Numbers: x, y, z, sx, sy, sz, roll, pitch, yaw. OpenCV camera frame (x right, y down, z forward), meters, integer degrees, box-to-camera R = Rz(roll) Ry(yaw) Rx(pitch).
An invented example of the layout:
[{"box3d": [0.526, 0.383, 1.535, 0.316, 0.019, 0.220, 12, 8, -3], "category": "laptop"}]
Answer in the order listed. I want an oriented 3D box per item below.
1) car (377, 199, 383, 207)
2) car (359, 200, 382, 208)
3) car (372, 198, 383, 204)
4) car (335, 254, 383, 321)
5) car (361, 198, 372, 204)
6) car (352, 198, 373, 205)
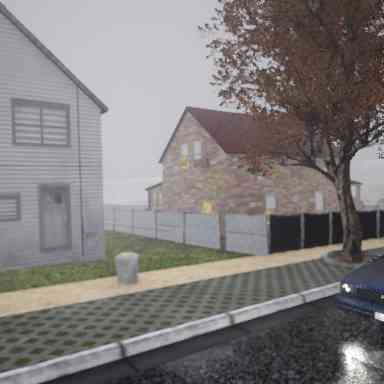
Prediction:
[{"box3d": [38.075, 2.160, 64.639, 1.994, 1.385, 4.181, -2, -1, 0], "category": "car"}, {"box3d": [34.831, 2.304, 65.017, 1.895, 1.301, 4.718, -2, -1, 0], "category": "car"}, {"box3d": [28.069, 1.895, 46.417, 2.150, 2.045, 5.566, -2, -1, 1], "category": "car"}, {"box3d": [5.186, 1.603, 6.766, 5.357, 1.411, 2.033, 1, 0, -35], "category": "car"}, {"box3d": [31.531, 2.241, 60.761, 2.128, 1.511, 4.902, -2, -1, 1], "category": "car"}, {"box3d": [38.158, 2.155, 74.653, 2.128, 1.511, 4.902, -2, -1, 0], "category": "car"}]
